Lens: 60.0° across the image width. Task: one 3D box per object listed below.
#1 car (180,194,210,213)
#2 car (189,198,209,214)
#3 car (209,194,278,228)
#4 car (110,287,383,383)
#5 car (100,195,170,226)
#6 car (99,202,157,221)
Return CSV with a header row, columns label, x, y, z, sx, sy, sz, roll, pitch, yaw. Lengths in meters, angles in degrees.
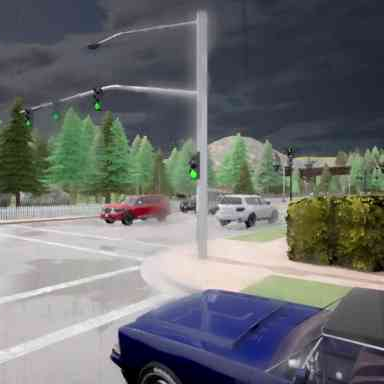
label,x,y,z,sx,sy,sz,roll,pitch,yaw
car,1.036,1.221,36.144,2.150,2.045,5.566,0,0,39
car,2.416,1.547,32.257,2.033,1.411,5.357,0,0,38
car,3.817,1.221,22.440,2.150,2.045,5.566,0,0,38
car,1.467,1.601,2.919,4.718,1.301,1.895,0,0,36
car,-3.951,1.221,24.227,2.150,2.045,5.566,0,0,38
car,-5.299,1.601,28.161,1.895,1.301,4.718,0,0,38
